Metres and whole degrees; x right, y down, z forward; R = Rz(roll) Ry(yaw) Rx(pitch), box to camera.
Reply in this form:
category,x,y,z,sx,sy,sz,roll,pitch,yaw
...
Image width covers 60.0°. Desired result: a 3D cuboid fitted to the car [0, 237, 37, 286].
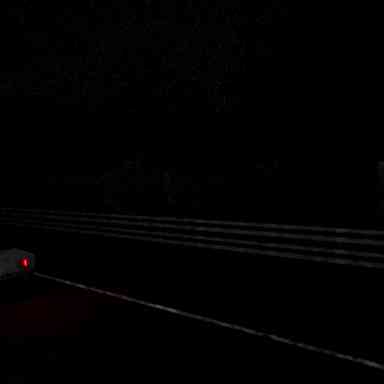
category,x,y,z,sx,sy,sz,roll,pitch,yaw
car,-5.876,1.575,8.057,4.718,1.301,1.895,0,0,35
